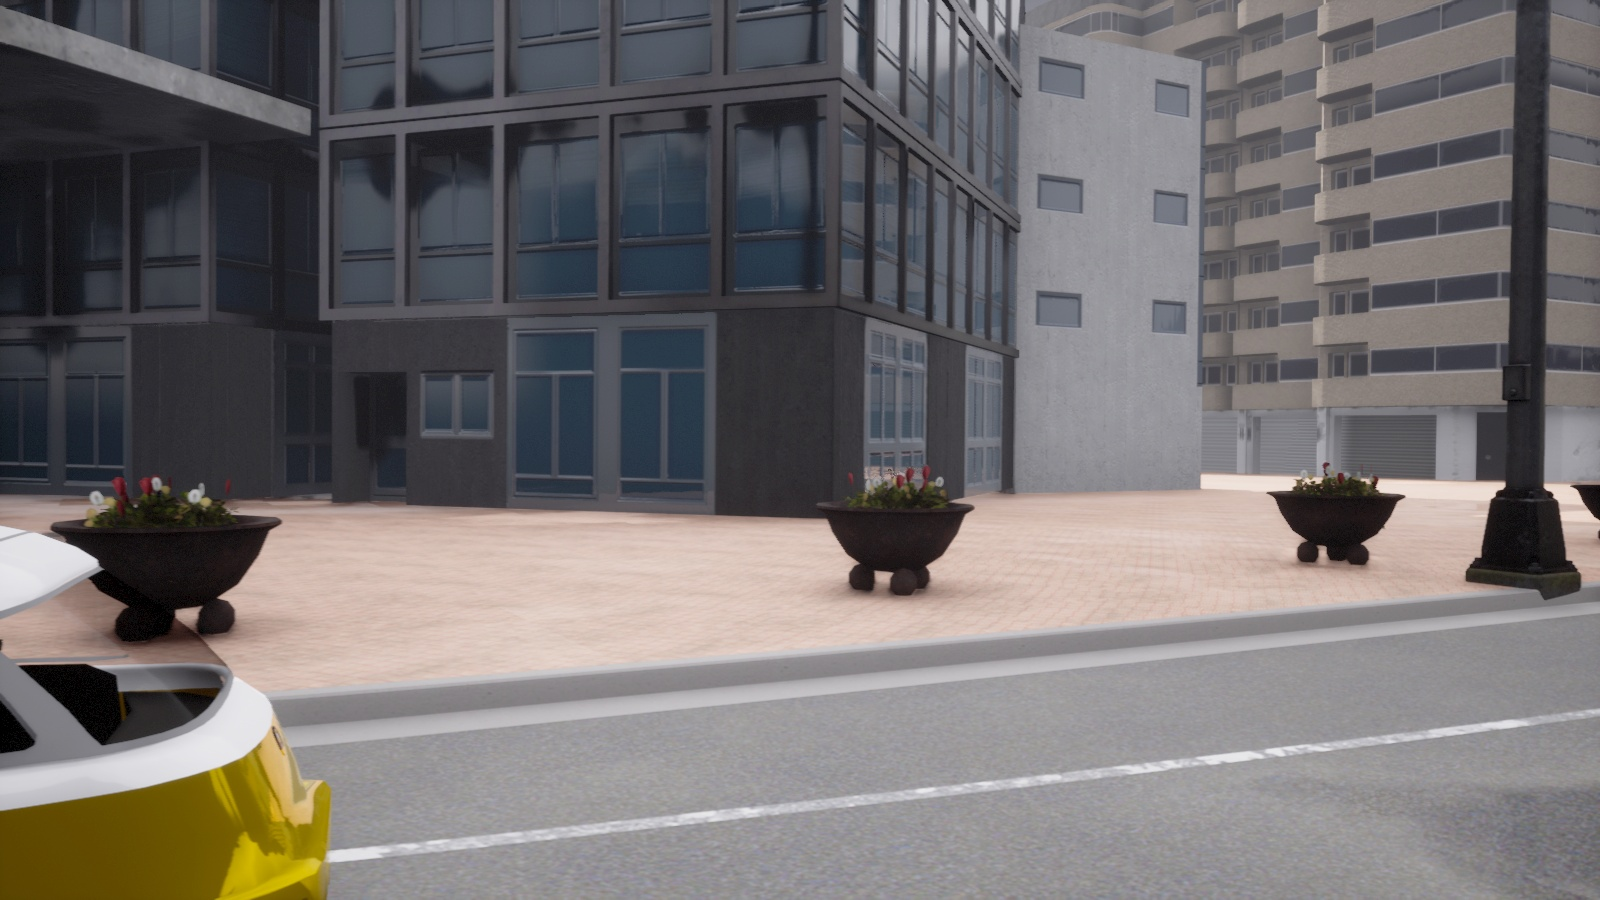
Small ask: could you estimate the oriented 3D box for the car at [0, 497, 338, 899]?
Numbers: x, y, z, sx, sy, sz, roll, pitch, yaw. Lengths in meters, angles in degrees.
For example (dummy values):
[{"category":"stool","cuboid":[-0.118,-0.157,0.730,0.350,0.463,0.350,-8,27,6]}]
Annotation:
[{"category":"car","cuboid":[-2.110,0.836,2.489,2.207,1.376,1.481,0,1,-19]}]
